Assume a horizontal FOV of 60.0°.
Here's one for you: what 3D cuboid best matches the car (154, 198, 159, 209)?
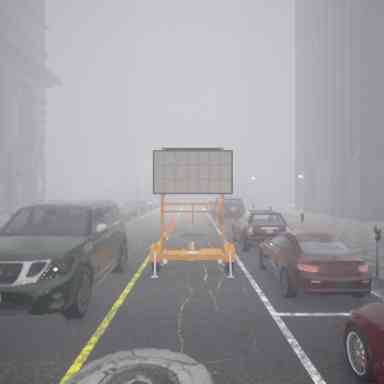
[{"bbox_3d":[-5.669,1.584,42.062,1.947,1.339,4.313,0,0,0],"label":"car"}]

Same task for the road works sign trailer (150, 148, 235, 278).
[{"bbox_3d":[0.023,0.464,10.124,2.380,3.560,2.880,0,0,0],"label":"road works sign trailer"}]

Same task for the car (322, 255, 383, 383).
[{"bbox_3d":[2.765,1.582,2.591,1.802,1.307,4.206,0,0,0],"label":"car"}]

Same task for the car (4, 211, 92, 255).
[{"bbox_3d":[-5.734,1.583,13.879,1.802,1.307,4.206,0,0,0],"label":"car"}]

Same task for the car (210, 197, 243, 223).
[{"bbox_3d":[2.816,1.320,25.136,2.192,1.841,5.009,0,0,0],"label":"car"}]

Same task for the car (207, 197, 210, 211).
[{"bbox_3d":[2.829,1.324,30.772,2.192,1.841,5.009,0,0,0],"label":"car"}]

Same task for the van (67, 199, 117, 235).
[{"bbox_3d":[-5.722,1.344,19.516,1.690,1.788,3.998,0,0,0],"label":"van"}]

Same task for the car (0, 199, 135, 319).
[{"bbox_3d":[-2.971,1.221,7.723,2.150,2.045,5.566,0,0,1],"label":"car"}]

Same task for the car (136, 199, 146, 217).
[{"bbox_3d":[-5.695,1.591,30.789,1.802,1.307,4.206,0,0,0],"label":"car"}]

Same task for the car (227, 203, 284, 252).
[{"bbox_3d":[2.791,1.441,13.864,1.967,1.590,4.097,0,0,0],"label":"car"}]

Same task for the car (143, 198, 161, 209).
[{"bbox_3d":[-5.656,1.574,47.699,2.008,1.369,4.403,0,0,0],"label":"car"}]

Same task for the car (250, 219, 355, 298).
[{"bbox_3d":[2.778,1.582,8.228,1.802,1.307,4.206,0,0,0],"label":"car"}]

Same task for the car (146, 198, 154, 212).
[{"bbox_3d":[-5.682,1.579,36.425,1.947,1.339,4.313,0,0,0],"label":"car"}]
